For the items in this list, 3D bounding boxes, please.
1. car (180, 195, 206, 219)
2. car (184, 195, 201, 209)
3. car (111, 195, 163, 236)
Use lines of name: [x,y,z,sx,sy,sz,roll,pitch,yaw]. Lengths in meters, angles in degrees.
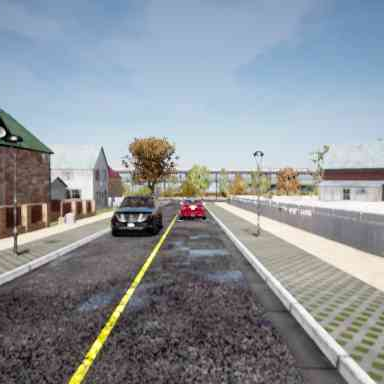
car: [0.081,1.308,28.476,2.097,1.767,4.553,0,0,0]
car: [0.069,1.302,45.115,2.097,1.767,4.553,0,0,0]
car: [-2.861,1.192,18.366,2.150,2.045,5.566,0,0,0]
